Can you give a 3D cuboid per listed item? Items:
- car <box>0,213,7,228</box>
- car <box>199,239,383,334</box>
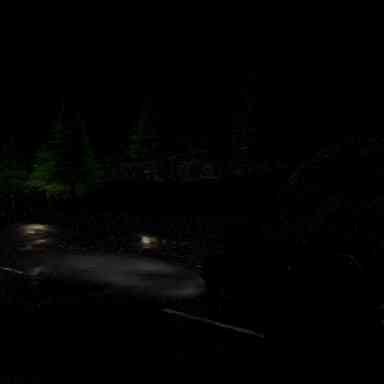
[{"bbox_3d":[-14.673,1.776,23.057,4.181,1.385,1.994,-1,-1,35],"label":"car"},{"bbox_3d":[2.496,1.608,6.512,4.718,1.301,1.895,0,0,35],"label":"car"}]
